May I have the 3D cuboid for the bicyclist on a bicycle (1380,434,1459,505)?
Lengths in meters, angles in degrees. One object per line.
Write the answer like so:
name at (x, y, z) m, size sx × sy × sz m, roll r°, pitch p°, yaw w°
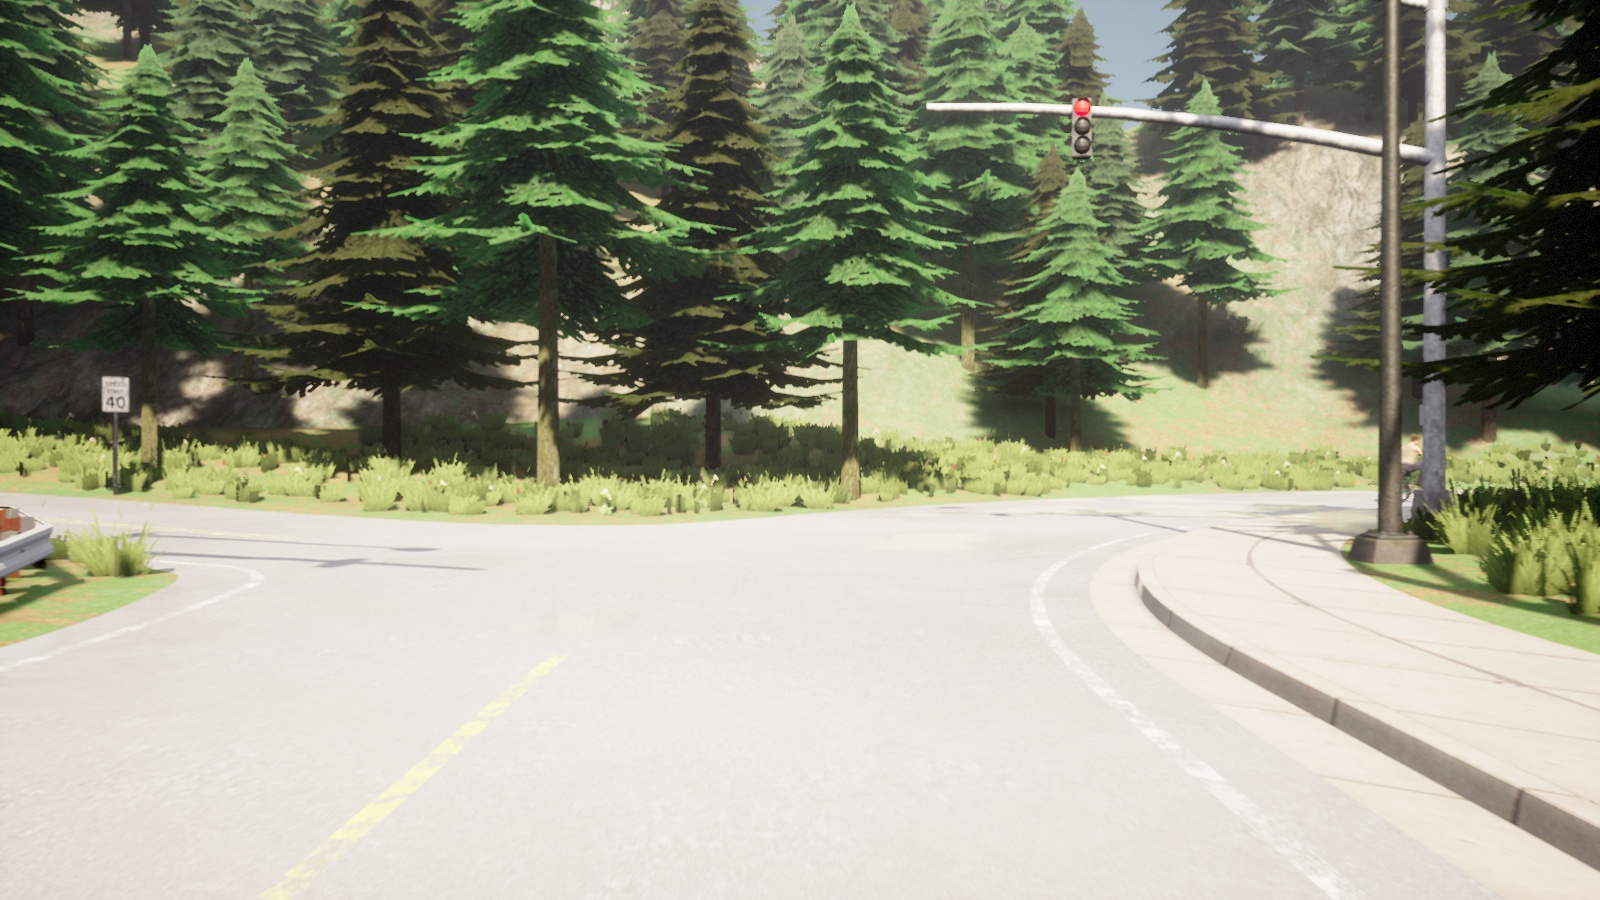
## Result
bicyclist on a bicycle at (14.509, 0.442, 29.402) m, size 1.509 × 1.612 × 0.866 m, roll 0°, pitch 1°, yaw -24°
